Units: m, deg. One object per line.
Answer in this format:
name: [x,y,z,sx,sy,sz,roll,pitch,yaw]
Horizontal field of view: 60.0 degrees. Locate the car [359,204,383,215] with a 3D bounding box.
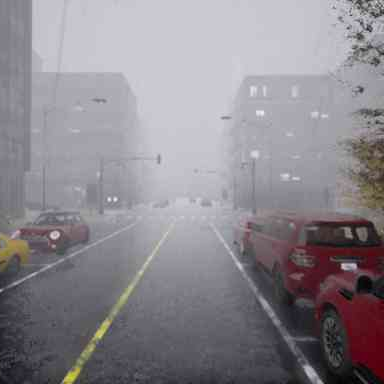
car: [26.312,2.445,46.734,4.829,1.417,1.752,1,-2,0]

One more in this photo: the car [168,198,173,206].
car: [-5.603,2.195,68.270,1.887,1.381,4.507,1,-1,0]

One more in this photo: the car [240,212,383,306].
car: [2.709,1.393,8.131,2.192,1.841,5.009,1,-1,0]

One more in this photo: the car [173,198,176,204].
car: [-5.577,2.389,90.193,1.752,1.417,4.829,1,-1,0]

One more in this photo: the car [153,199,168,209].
car: [-5.615,2.068,57.054,1.752,1.417,4.829,1,-1,0]

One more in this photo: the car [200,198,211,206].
car: [2.779,2.091,68.247,1.967,1.590,4.097,1,-1,0]

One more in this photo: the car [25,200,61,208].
car: [-17.207,1.620,38.116,4.507,1.381,1.887,1,-2,0]

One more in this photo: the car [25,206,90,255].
car: [-5.665,1.570,13.701,1.967,1.590,4.097,1,-1,0]

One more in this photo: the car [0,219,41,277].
car: [-5.673,1.601,7.971,1.752,1.417,4.829,1,-1,0]

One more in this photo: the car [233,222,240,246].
car: [2.714,1.676,13.689,1.887,1.381,4.507,1,-1,0]

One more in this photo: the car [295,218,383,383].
car: [2.703,1.341,2.572,2.192,1.841,5.009,1,-1,0]

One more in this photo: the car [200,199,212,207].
car: [2.772,2.143,62.723,1.887,1.381,4.507,1,-1,0]

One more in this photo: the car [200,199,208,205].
car: [2.791,2.340,79.292,1.802,1.307,4.206,1,-1,0]

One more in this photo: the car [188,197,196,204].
car: [0.106,2.346,88.570,1.837,1.490,4.892,0,-1,0]
